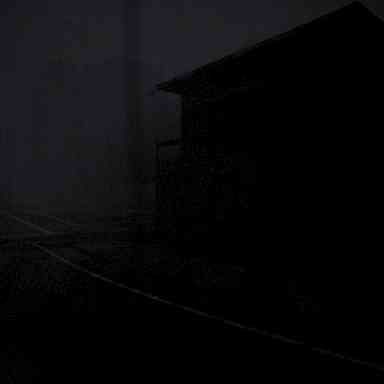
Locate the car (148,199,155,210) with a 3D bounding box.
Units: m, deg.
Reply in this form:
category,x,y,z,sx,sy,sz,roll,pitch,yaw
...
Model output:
category,x,y,z,sx,sy,sz,roll,pitch,yaw
car,-2.837,1.267,41.871,5.566,2.045,2.150,2,0,-39
